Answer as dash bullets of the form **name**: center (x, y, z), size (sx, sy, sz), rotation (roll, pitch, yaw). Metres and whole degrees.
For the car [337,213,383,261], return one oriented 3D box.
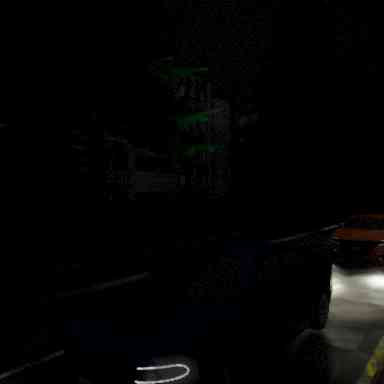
- **car**: center (6.876, 1.598, 12.812), size (1.882, 1.535, 5.008), rotation (-1, -1, 39)

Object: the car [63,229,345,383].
- **car**: center (0.581, 1.550, 5.055), size (1.882, 1.535, 5.008), rotation (-1, -1, 39)
